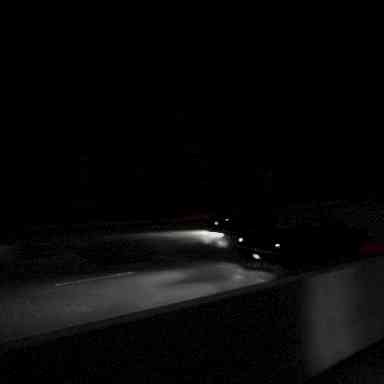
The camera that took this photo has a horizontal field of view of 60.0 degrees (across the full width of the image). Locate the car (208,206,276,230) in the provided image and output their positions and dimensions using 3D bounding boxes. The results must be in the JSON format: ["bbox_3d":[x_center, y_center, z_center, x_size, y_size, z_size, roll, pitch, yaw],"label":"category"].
[{"bbox_3d":[2.933,1.475,18.930,4.181,1.385,1.994,0,0,-35],"label":"car"}]

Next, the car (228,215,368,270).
[{"bbox_3d":[3.667,1.538,10.883,4.718,1.301,1.895,0,0,-35],"label":"car"}]
